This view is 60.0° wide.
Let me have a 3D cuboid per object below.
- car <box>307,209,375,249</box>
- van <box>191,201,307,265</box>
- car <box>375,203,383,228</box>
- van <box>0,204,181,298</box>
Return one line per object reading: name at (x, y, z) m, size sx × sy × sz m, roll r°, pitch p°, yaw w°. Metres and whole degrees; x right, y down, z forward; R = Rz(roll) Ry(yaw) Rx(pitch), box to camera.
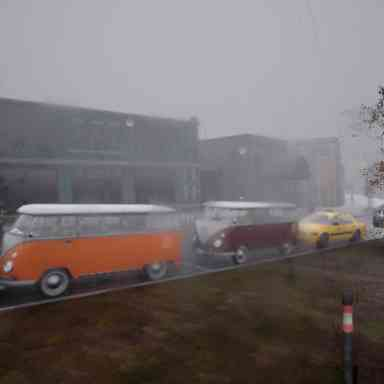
car at (6.178, 1.592, 15.418) m, size 5.366 × 1.575 × 1.946 m, roll 1°, pitch 1°, yaw -39°
van at (1.952, 1.331, 11.874) m, size 4.442 × 1.987 × 1.878 m, roll 1°, pitch 1°, yaw -41°
car at (14.481, 1.459, 23.143) m, size 2.435 × 2.045 × 5.566 m, roll 3°, pitch 1°, yaw 45°
van at (-2.479, 1.301, 8.458) m, size 4.442 × 1.987 × 1.878 m, roll 1°, pitch 1°, yaw -36°
